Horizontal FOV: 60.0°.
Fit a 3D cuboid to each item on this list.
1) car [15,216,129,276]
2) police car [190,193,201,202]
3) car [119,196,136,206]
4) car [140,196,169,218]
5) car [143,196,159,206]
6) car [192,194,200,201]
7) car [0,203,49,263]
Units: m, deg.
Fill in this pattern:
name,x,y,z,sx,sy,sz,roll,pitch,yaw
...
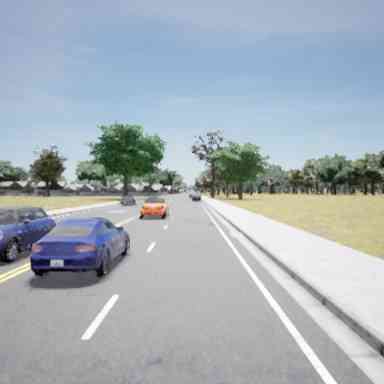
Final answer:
name,x,y,z,sx,sy,sz,roll,pitch,yaw
car,-3.152,1.490,10.065,1.812,1.442,4.674,0,0,0
police car,0.970,1.243,70.975,1.930,1.638,5.238,0,0,0
car,-9.825,1.358,51.035,1.837,1.490,4.892,0,0,0
car,-3.153,1.254,28.846,2.097,1.767,4.553,0,0,0
car,-6.570,1.353,53.636,1.837,1.490,4.892,0,0,0
car,0.969,1.309,80.866,1.837,1.490,4.892,0,0,0
car,-6.601,1.311,11.759,2.097,1.767,4.553,0,0,0
